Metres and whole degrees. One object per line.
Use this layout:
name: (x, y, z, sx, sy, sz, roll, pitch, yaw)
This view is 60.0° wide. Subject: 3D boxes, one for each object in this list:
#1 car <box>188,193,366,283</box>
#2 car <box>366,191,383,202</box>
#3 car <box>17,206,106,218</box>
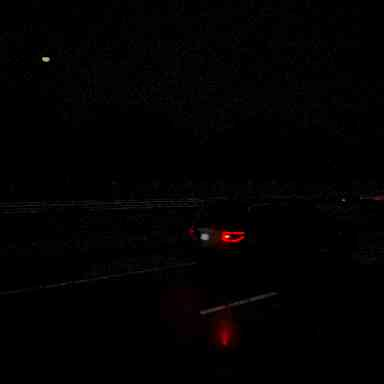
car: (2.505, 1.183, 9.775, 5.566, 2.045, 2.150, -1, 0, -35)
car: (22.298, 0.739, 40.319, 4.553, 1.767, 2.097, -2, 1, -33)
car: (-6.632, 1.470, 16.421, 4.902, 1.511, 2.128, 0, 0, -35)
